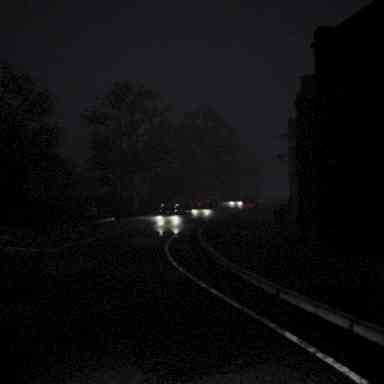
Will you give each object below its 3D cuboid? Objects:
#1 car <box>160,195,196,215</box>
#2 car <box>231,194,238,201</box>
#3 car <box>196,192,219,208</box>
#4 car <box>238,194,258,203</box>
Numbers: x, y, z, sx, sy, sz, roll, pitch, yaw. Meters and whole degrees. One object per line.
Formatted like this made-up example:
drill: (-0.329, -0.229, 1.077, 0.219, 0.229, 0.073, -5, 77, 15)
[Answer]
car: (-1.578, 1.272, 33.899, 2.097, 1.767, 4.553, -1, 2, 20)
car: (8.622, 0.994, 61.409, 1.895, 1.301, 4.718, -1, 1, 21)
car: (1.969, 1.019, 43.660, 2.150, 2.045, 5.566, -1, 1, 21)
car: (9.528, 1.007, 54.263, 2.128, 1.511, 4.902, -1, 1, 20)
